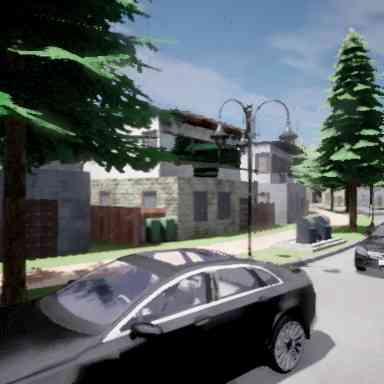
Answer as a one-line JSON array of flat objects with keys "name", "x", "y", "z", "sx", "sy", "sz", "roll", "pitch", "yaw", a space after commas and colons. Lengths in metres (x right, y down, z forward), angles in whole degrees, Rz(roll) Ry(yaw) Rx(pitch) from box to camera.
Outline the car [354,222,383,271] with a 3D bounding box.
[{"name": "car", "x": 6.680, "y": 1.628, "z": 10.478, "sx": 1.812, "sy": 1.442, "sz": 4.674, "roll": 0, "pitch": -1, "yaw": 43}]

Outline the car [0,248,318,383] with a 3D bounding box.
[{"name": "car", "x": -0.407, "y": 1.524, "z": 4.040, "sx": 4.902, "sy": 1.511, "sz": 2.128, "roll": 1, "pitch": -1, "yaw": -38}]
